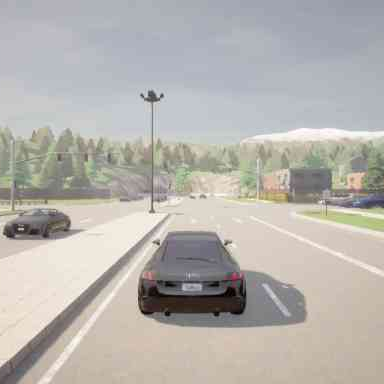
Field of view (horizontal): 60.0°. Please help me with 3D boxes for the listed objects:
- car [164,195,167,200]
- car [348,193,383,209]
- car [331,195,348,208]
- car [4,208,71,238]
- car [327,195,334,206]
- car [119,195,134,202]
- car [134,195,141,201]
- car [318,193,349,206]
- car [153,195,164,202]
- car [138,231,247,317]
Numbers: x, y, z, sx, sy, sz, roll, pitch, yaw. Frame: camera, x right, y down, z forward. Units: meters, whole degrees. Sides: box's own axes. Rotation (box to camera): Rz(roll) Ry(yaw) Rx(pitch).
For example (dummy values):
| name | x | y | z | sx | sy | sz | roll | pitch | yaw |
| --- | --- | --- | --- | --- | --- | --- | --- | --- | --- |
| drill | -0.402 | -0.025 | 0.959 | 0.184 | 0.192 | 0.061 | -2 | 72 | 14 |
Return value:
| name | x | y | z | sx | sy | sz | roll | pitch | yaw |
| --- | --- | --- | --- | --- | --- | --- | --- | --- | --- |
| car | -7.959 | 1.524 | 83.826 | 1.812 | 1.442 | 4.674 | 0 | 0 | 0 |
| car | 23.818 | 1.221 | 43.011 | 5.566 | 2.045 | 2.150 | 0 | 0 | -1 |
| car | 22.903 | 1.547 | 46.506 | 5.357 | 1.411 | 2.033 | 0 | 0 | -1 |
| car | -8.013 | 1.564 | 17.625 | 1.994 | 1.385 | 4.181 | 0 | 0 | 1 |
| car | 23.563 | 1.547 | 50.009 | 5.357 | 1.411 | 2.033 | 0 | 0 | -1 |
| car | -14.964 | 1.540 | 74.580 | 2.033 | 1.411 | 5.357 | 0 | 0 | 0 |
| car | -14.958 | 1.500 | 84.961 | 1.837 | 1.490 | 4.892 | 0 | 0 | 0 |
| car | 23.209 | 1.222 | 53.506 | 5.566 | 2.045 | 2.150 | 0 | 0 | -1 |
| car | -7.964 | 1.524 | 74.216 | 1.812 | 1.442 | 4.674 | 0 | 0 | 0 |
| car | 0.003 | 1.563 | 7.579 | 1.994 | 1.385 | 4.181 | 0 | 0 | 0 |
